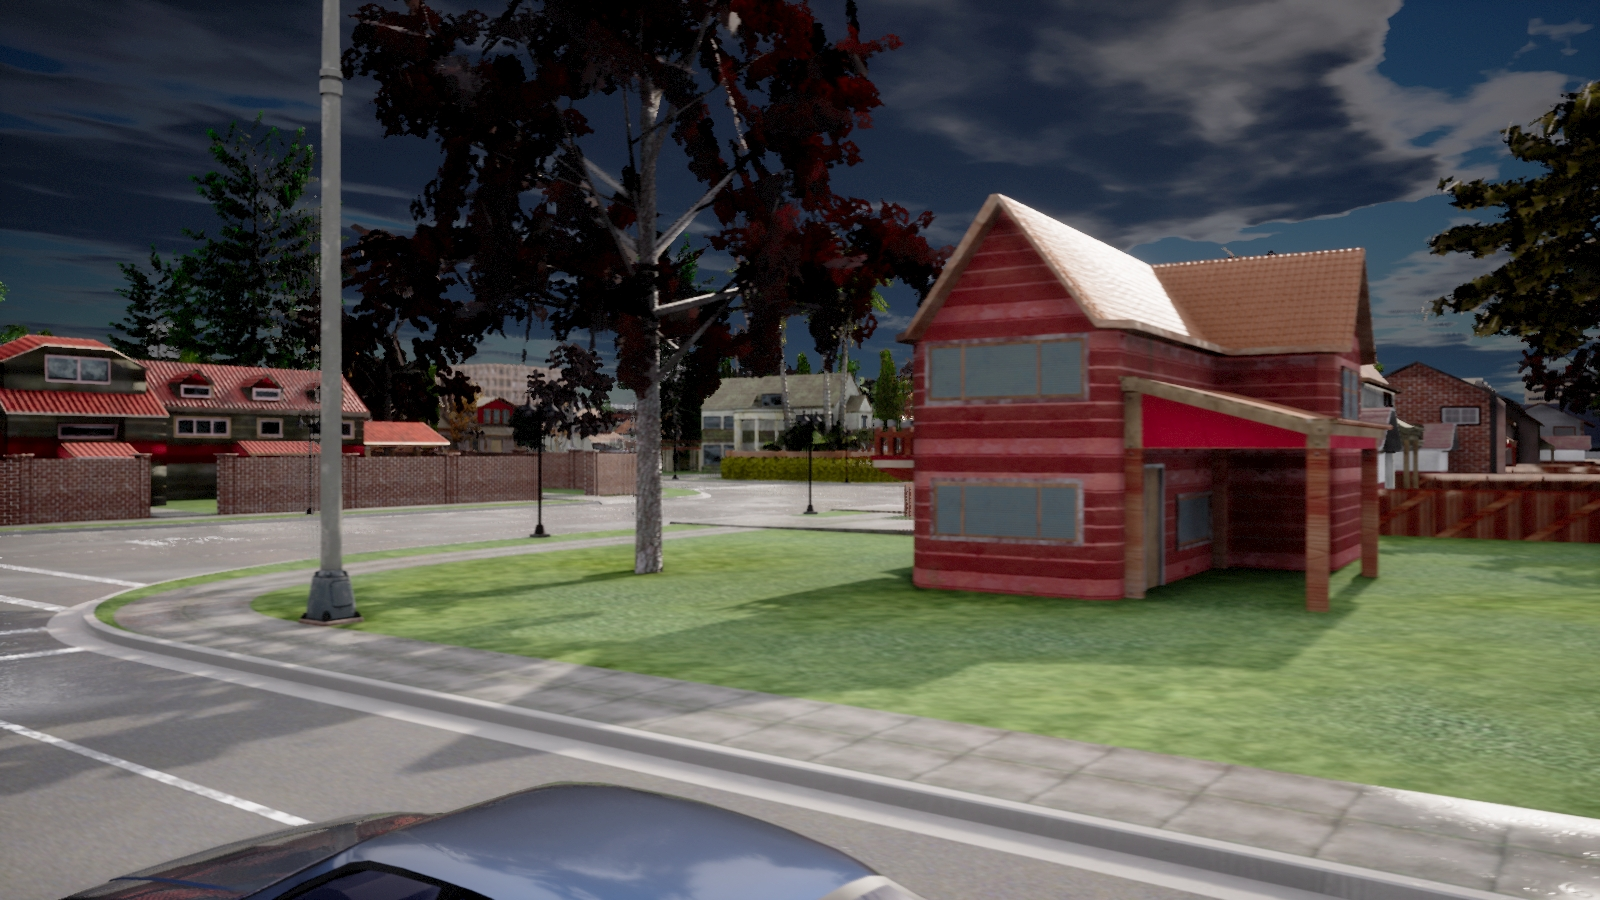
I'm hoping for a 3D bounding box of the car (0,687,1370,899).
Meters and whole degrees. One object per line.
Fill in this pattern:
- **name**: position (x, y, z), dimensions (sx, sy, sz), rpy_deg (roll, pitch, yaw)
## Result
- **car**: position (-0.958, 2.105, 4.369), dimensions (5.357, 1.411, 2.033), rpy_deg (0, 0, 36)
